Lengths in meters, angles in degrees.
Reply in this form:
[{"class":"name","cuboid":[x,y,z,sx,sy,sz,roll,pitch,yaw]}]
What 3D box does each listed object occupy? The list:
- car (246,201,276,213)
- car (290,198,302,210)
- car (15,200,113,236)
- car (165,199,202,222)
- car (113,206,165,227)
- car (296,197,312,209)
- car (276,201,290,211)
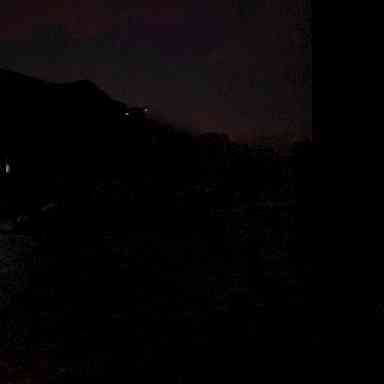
[{"class":"car","cuboid":[8.306,1.853,41.356,2.008,1.369,4.403,-1,-1,35]},{"class":"car","cuboid":[14.592,1.961,50.204,1.947,1.339,4.313,-1,-1,35]},{"class":"car","cuboid":[-7.408,1.400,19.238,2.192,1.841,5.009,-1,-1,35]},{"class":"car","cuboid":[-1.122,1.484,28.087,2.192,1.841,5.009,-1,-1,35]},{"class":"car","cuboid":[-4.265,1.693,23.659,1.947,1.339,4.313,-1,-1,35]},{"class":"car","cuboid":[17.734,1.756,54.631,2.192,1.841,5.009,-1,-1,35]},{"class":"car","cuboid":[11.351,1.872,45.642,1.752,1.417,4.829,-1,-1,35]}]
